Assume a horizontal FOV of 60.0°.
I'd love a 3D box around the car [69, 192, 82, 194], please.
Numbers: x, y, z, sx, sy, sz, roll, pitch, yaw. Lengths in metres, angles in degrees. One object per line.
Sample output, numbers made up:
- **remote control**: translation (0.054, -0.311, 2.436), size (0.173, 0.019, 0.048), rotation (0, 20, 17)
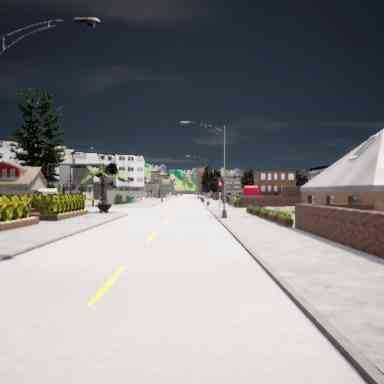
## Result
- **car**: translation (-19.758, 0.955, 55.039), size (1.905, 1.878, 3.866), rotation (0, 0, 35)
